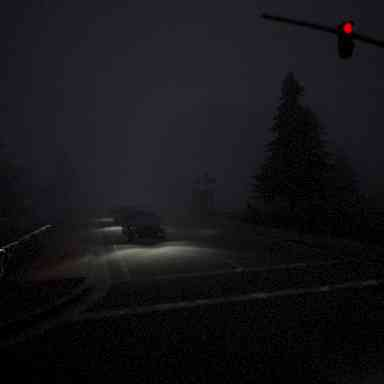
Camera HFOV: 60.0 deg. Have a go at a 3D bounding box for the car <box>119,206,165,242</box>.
[{"bbox_3d":[-2.812,1.784,18.791,1.882,1.535,5.008,-1,-1,-16],"label":"car"}]

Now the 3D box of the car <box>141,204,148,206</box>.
[{"bbox_3d":[-7.152,2.366,47.782,1.895,1.301,4.718,-1,-1,-10],"label":"car"}]

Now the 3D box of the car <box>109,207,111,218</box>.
[{"bbox_3d":[-8.892,2.171,39.766,1.882,1.535,5.008,-1,-1,-16],"label":"car"}]

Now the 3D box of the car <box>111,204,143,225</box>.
[{"bbox_3d":[-5.738,1.996,28.808,1.837,1.490,4.892,-1,-1,-16],"label":"car"}]

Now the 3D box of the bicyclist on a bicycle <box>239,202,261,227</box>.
[{"bbox_3d":[3.922,1.528,22.404,1.656,1.620,0.582,-1,-1,-16],"label":"bicyclist on a bicycle"}]
